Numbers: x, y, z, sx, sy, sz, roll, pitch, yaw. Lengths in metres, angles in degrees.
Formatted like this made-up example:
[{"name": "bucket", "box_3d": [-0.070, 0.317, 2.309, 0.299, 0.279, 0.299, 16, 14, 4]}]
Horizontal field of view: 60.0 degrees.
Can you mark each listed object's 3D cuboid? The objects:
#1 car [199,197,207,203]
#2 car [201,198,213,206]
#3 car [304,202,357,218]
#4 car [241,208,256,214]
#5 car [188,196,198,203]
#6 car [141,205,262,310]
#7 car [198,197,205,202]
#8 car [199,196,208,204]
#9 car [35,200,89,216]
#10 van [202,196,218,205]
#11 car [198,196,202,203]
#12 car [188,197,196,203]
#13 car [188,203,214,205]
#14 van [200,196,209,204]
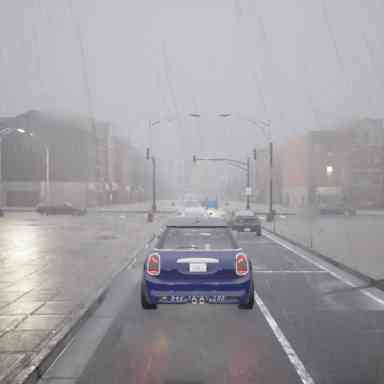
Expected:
[{"name": "car", "box_3d": [2.676, 1.987, 82.062, 1.887, 1.381, 4.507, -1, -1, 0]}, {"name": "car", "box_3d": [2.663, 1.797, 60.901, 2.008, 1.369, 4.403, -1, -1, 0]}, {"name": "car", "box_3d": [13.696, 1.725, 33.019, 4.902, 1.511, 2.128, 1, 1, 0]}, {"name": "car", "box_3d": [2.638, 1.573, 18.073, 2.008, 1.369, 4.403, -1, 0, 0]}, {"name": "car", "box_3d": [0.055, 1.975, 75.912, 1.895, 1.301, 4.718, 0, -1, 0]}, {"name": "car", "box_3d": [0.103, 1.356, 8.001, 2.097, 1.767, 4.553, 0, 0, 0]}, {"name": "car", "box_3d": [2.683, 2.144, 92.642, 1.802, 1.307, 4.206, -2, -1, 0]}, {"name": "car", "box_3d": [2.670, 1.828, 76.773, 1.967, 1.590, 4.097, -1, -1, 0]}, {"name": "car", "box_3d": [-11.698, 1.460, 30.136, 4.674, 1.442, 1.812, 1, 1, 2]}, {"name": "van", "box_3d": [2.649, 1.477, 45.032, 1.690, 1.788, 3.998, -1, 0, 0]}, {"name": "car", "box_3d": [2.655, 1.519, 55.614, 2.192, 1.841, 5.009, -1, 0, 0]}, {"name": "car", "box_3d": [0.060, 2.009, 85.879, 2.128, 1.511, 4.902, 0, -1, 0]}, {"name": "car", "box_3d": [0.146, 1.548, 18.177, 1.812, 1.442, 4.674, 0, 0, 1]}, {"name": "van", "box_3d": [2.665, 1.678, 71.484, 1.690, 1.788, 3.998, -1, -1, 0]}]
